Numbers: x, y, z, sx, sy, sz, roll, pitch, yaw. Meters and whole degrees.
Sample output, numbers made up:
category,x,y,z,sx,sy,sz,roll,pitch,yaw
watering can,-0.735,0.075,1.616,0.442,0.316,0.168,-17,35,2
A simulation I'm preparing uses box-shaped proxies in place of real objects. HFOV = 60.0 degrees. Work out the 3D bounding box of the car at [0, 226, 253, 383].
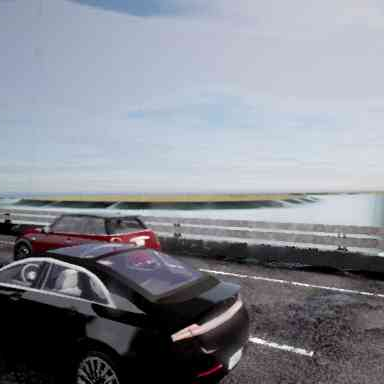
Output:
category,x,y,z,sx,sy,sz,roll,pitch,yaw
car,-1.608,1.492,4.692,4.902,1.511,2.128,0,0,32

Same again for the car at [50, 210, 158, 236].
category,x,y,z,sx,sy,sz,roll,pitch,yaw
car,-3.142,1.353,9.755,4.553,1.767,2.097,0,0,32
